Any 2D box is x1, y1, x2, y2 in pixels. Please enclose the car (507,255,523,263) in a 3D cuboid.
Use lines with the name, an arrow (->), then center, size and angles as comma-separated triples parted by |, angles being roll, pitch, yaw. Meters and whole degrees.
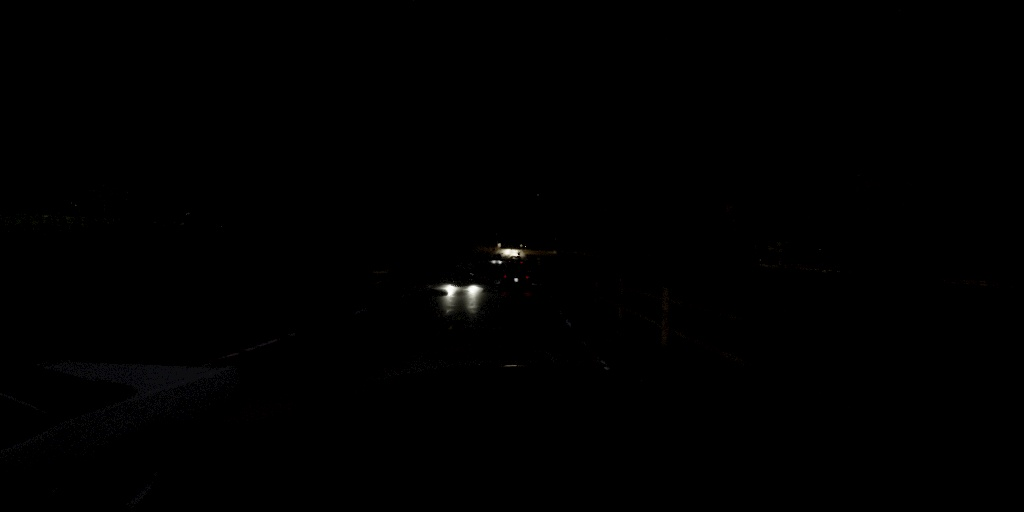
car -> 0.436, 0.759, 47.989 | 2.097, 1.767, 4.553 | 2, 1, 0

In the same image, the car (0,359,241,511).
car -> -3.578, 1.217, 1.221 | 1.895, 1.301, 4.718 | 2, 0, 0

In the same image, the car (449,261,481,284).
car -> -3.388, 1.140, 26.615 | 1.882, 1.535, 5.008 | 2, 1, 1

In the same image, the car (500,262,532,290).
car -> 0.263, 1.391, 23.773 | 1.994, 1.385, 4.181 | 2, 1, 0
